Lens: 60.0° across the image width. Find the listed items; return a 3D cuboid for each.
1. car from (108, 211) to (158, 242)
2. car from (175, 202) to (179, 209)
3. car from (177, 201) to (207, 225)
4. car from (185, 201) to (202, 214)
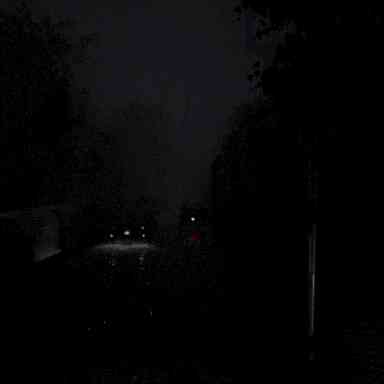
[{"bbox_3d":[-2.866,1.636,16.728,1.994,1.385,4.181,0,0,0],"label":"car"},{"bbox_3d":[-1.750,2.381,58.948,1.994,1.385,4.181,0,-1,5],"label":"car"},{"bbox_3d":[0.059,1.672,25.662,1.837,1.490,4.892,0,-1,0],"label":"car"},{"bbox_3d":[0.250,1.953,42.962,2.128,1.511,4.902,0,-1,2],"label":"car"}]
